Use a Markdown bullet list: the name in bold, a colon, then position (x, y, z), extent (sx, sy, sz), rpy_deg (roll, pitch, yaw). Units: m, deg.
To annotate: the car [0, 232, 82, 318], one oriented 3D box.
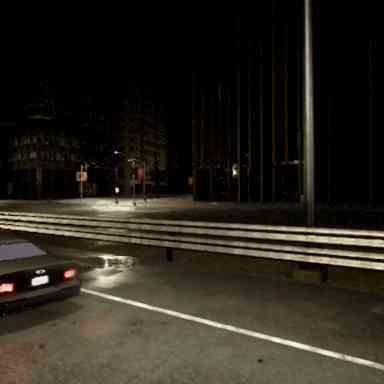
- **car**: position (-4.695, 1.630, 7.345), extent (5.357, 1.411, 2.033), rpy_deg (-1, 0, 36)
